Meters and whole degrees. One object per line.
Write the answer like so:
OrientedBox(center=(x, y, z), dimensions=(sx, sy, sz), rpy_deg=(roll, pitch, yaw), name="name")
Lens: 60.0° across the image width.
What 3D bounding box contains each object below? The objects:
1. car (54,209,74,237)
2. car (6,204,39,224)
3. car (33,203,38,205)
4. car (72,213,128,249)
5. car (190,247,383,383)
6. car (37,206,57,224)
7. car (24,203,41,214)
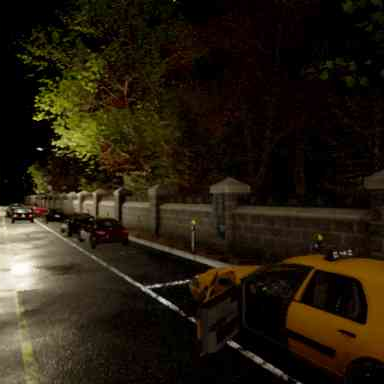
OrientedBox(center=(-7.143, 1.979, 20.918), dimensions=(1.947, 1.339, 4.313), rpy_deg=(0, -1, -30), name="car")
OrientedBox(center=(-15.949, 2.175, 31.186), dimensions=(2.033, 1.411, 5.357), rpy_deg=(0, -1, -30), name="car")
OrientedBox(center=(-18.263, 2.381, 40.127), dimensions=(1.802, 1.307, 4.206), rpy_deg=(0, -1, -30), name="car")
OrientedBox(center=(-4.362, 1.898, 16.116), dimensions=(1.802, 1.307, 4.206), rpy_deg=(0, -1, -30), name="car")
OrientedBox(center=(1.848, 1.543, 4.706), dimensions=(1.801, 1.575, 5.366), rpy_deg=(0, -1, -30), name="car")
OrientedBox(center=(-12.703, 2.173, 30.523), dimensions=(1.947, 1.339, 4.313), rpy_deg=(0, -1, -30), name="car")
OrientedBox(center=(-23.824, 2.429, 49.734), dimensions=(1.967, 1.590, 4.097), rpy_deg=(0, -1, -30), name="car")
